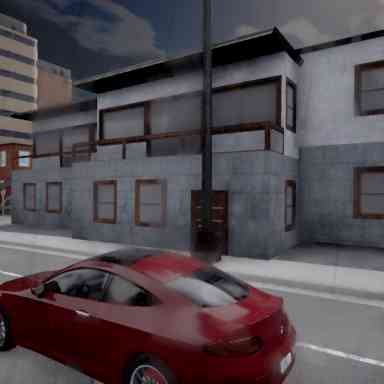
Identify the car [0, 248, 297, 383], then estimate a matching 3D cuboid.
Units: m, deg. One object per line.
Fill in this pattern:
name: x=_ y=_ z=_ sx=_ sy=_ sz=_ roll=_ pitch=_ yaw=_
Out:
car: x=-0.980 y=1.541 z=4.608 sx=4.674 sy=1.442 sz=1.812 roll=0 pitch=0 yaw=33
